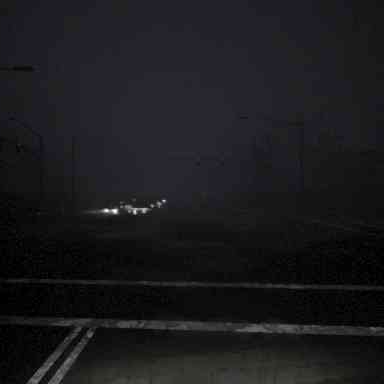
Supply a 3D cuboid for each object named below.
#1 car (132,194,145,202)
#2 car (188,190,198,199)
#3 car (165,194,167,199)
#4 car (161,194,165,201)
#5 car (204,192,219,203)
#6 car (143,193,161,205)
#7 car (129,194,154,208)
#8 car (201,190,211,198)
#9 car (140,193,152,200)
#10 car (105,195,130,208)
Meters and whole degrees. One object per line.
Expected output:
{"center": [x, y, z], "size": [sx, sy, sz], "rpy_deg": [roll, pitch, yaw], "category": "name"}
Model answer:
{"center": [-10.346, 1.179, 64.516], "size": [1.994, 1.385, 4.181], "rpy_deg": [0, 1, 0], "category": "car"}
{"center": [0.183, 0.604, 76.548], "size": [2.150, 2.045, 5.566], "rpy_deg": [0, 1, 0], "category": "car"}
{"center": [-6.820, 1.003, 75.141], "size": [1.895, 1.301, 4.718], "rpy_deg": [0, 1, 0], "category": "car"}
{"center": [-6.846, 1.210, 64.793], "size": [1.895, 1.301, 4.718], "rpy_deg": [0, 1, 0], "category": "car"}
{"center": [3.743, 1.253, 60.065], "size": [1.994, 1.385, 4.181], "rpy_deg": [0, 1, 0], "category": "car"}
{"center": [-6.872, 1.305, 55.215], "size": [2.033, 1.411, 5.357], "rpy_deg": [0, 1, 0], "category": "car"}
{"center": [-6.917, 1.431, 45.984], "size": [1.994, 1.385, 4.181], "rpy_deg": [0, 1, 1], "category": "car"}
{"center": [3.710, 0.378, 87.605], "size": [2.150, 2.045, 5.566], "rpy_deg": [0, 1, 0], "category": "car"}
{"center": [-10.320, 0.948, 75.135], "size": [2.033, 1.411, 5.357], "rpy_deg": [0, 1, 0], "category": "car"}
{"center": [-10.419, 1.369, 45.371], "size": [2.128, 1.511, 4.902], "rpy_deg": [0, 1, 1], "category": "car"}
